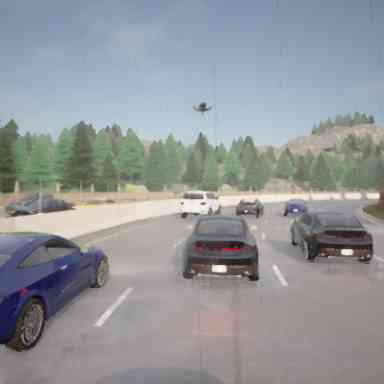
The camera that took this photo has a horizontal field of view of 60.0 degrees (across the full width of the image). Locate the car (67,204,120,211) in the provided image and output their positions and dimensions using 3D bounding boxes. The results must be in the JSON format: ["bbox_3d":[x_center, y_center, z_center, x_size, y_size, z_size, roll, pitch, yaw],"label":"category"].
[{"bbox_3d":[-7.030,1.173,24.910,1.882,1.535,5.008,1,0,15],"label":"car"}]

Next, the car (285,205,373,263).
[{"bbox_3d":[4.671,1.413,11.677,1.837,1.490,4.892,0,1,8],"label":"car"}]

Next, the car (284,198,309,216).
[{"bbox_3d":[9.033,1.286,28.760,1.812,1.442,4.674,1,1,19],"label":"car"}]

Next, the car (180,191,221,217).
[{"bbox_3d":[0.753,0.956,26.083,2.150,2.045,5.566,0,1,17],"label":"car"}]

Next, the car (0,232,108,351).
[{"bbox_3d":[-3.018,1.443,5.976,1.812,1.442,4.674,0,1,4],"label":"car"}]

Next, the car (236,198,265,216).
[{"bbox_3d":[4.802,1.241,27.194,2.128,1.511,4.902,0,1,18],"label":"car"}]

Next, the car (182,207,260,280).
[{"bbox_3d":[0.873,1.409,9.695,1.837,1.490,4.892,0,1,7],"label":"car"}]

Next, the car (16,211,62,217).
[{"bbox_3d":[-10.710,1.222,24.680,2.033,1.411,5.357,1,1,15],"label":"car"}]
